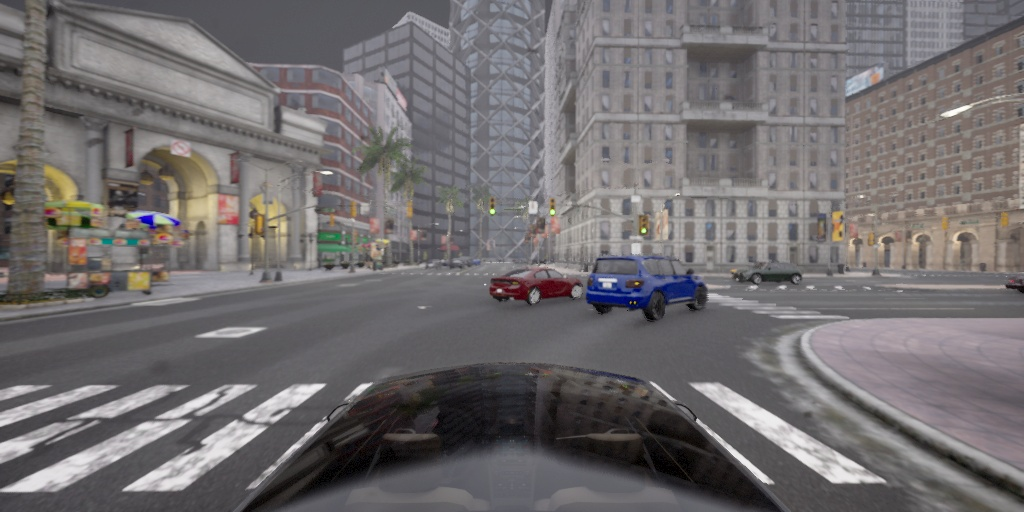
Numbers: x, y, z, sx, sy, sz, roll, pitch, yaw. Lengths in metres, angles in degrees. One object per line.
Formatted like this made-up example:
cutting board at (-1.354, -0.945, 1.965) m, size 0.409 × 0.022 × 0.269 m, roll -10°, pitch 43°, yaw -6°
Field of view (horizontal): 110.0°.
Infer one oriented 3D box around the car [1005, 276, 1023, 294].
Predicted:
car at (30.865, 1.483, 19.855) m, size 5.357 × 1.411 × 2.033 m, roll 0°, pitch 0°, yaw -2°

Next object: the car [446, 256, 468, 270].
car at (-8.225, 1.242, 54.229) m, size 1.882 × 1.535 × 5.008 m, roll 0°, pitch 0°, yaw -1°

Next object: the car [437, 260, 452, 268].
car at (-11.930, 1.356, 63.463) m, size 1.895 × 1.301 × 4.718 m, roll 0°, pitch 0°, yaw -1°

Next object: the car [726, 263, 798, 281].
car at (21.678, 1.376, 31.264) m, size 5.008 × 1.535 × 1.882 m, roll 0°, pitch 0°, yaw -2°

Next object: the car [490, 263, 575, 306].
car at (1.244, 1.250, 16.122) m, size 1.882 × 1.535 × 5.008 m, roll -1°, pitch -1°, yaw 44°

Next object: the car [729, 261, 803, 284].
car at (19.594, 1.236, 27.698) m, size 4.553 × 1.767 × 2.097 m, roll 0°, pitch 0°, yaw -2°

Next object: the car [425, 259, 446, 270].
car at (-11.718, 1.237, 53.895) m, size 2.128 × 1.511 × 4.902 m, roll 0°, pitch 0°, yaw -1°

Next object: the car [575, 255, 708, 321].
car at (4.967, 1.011, 12.901) m, size 5.566 × 2.045 × 2.150 m, roll 0°, pitch -1°, yaw -42°

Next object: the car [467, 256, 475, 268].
car at (-8.444, 0.995, 64.037) m, size 2.150 × 2.045 × 5.566 m, roll 0°, pitch 0°, yaw -1°
